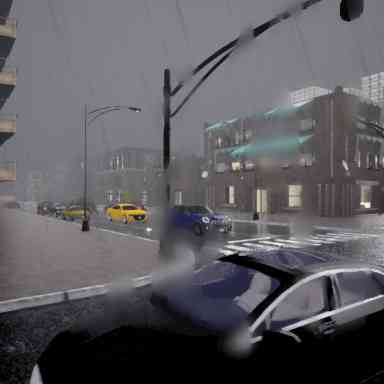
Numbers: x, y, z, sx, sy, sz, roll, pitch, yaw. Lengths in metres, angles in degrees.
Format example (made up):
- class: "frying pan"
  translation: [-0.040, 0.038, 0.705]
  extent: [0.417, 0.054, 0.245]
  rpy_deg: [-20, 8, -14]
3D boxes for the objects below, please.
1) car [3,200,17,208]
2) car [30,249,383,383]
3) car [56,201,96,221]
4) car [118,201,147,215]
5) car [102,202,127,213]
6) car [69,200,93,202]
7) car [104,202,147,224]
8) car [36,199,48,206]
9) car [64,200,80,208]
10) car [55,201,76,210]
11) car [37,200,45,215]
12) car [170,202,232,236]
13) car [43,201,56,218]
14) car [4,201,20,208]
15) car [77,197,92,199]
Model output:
- class: "car"
  translation: [-37.218, 2.452, 67.941]
  extent: [2.008, 1.369, 4.403]
  rpy_deg: [-1, 0, -36]
- class: "car"
  translation: [0.858, 1.491, 3.816]
  extent: [4.902, 1.511, 2.128]
  rpy_deg: [0, 0, -30]
- class: "car"
  translation: [-10.784, 1.872, 30.802]
  extent: [1.752, 1.417, 4.829]
  rpy_deg: [-1, 0, -36]
- class: "car"
  translation: [-7.271, 1.879, 40.464]
  extent: [1.967, 1.590, 4.097]
  rpy_deg: [-1, 0, -36]
- class: "car"
  translation: [-10.585, 2.089, 45.070]
  extent: [1.802, 1.307, 4.206]
  rpy_deg: [-1, 0, -36]
- class: "car"
  translation: [-12.955, 1.950, 38.464]
  extent: [1.837, 1.490, 4.892]
  rpy_deg: [0, -1, -35]
- class: "car"
  translation: [-5.522, 1.768, 28.036]
  extent: [1.882, 1.535, 5.008]
  rpy_deg: [0, -1, -35]
- class: "car"
  translation: [-37.079, 2.589, 82.166]
  extent: [1.752, 1.417, 4.829]
  rpy_deg: [-1, 0, -36]
- class: "car"
  translation: [-22.732, 2.296, 62.883]
  extent: [1.812, 1.442, 4.674]
  rpy_deg: [0, -1, -36]
- class: "car"
  translation: [-20.920, 2.218, 54.929]
  extent: [2.033, 1.411, 5.357]
  rpy_deg: [0, -1, -36]
- class: "car"
  translation: [-17.410, 1.926, 40.232]
  extent: [1.967, 1.590, 4.097]
  rpy_deg: [-1, 0, -36]
- class: "car"
  translation: [0.299, 1.524, 19.885]
  extent: [2.097, 1.767, 4.553]
  rpy_deg: [0, -1, -36]
- class: "car"
  translation: [-14.139, 1.968, 35.591]
  extent: [2.008, 1.369, 4.403]
  rpy_deg: [-1, 0, -36]
- class: "car"
  translation: [-33.918, 2.376, 63.321]
  extent: [1.887, 1.381, 4.507]
  rpy_deg: [-1, 0, -36]
- class: "car"
  translation: [-18.717, 1.913, 57.190]
  extent: [2.150, 2.045, 5.566]
  rpy_deg: [0, -1, -36]
